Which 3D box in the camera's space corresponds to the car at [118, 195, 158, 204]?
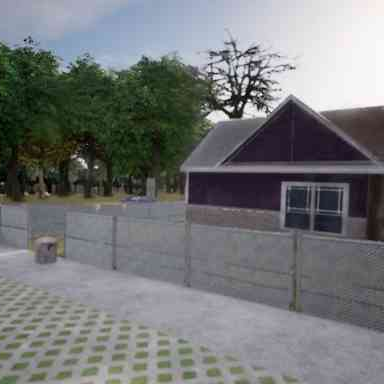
[{"bbox_3d":[-5.329,1.034,33.353,1.812,1.442,4.674,3,2,36],"label":"car"}]
